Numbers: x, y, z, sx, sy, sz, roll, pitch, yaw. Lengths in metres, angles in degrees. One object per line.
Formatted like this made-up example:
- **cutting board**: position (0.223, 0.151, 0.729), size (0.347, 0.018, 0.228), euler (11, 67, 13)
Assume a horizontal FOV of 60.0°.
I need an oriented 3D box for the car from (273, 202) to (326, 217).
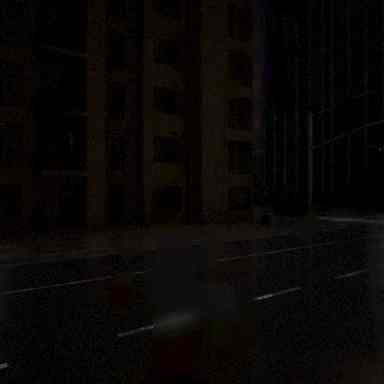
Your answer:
- **car**: position (9.890, 1.601, 30.796), size (1.895, 1.301, 4.718), euler (0, 0, -35)
